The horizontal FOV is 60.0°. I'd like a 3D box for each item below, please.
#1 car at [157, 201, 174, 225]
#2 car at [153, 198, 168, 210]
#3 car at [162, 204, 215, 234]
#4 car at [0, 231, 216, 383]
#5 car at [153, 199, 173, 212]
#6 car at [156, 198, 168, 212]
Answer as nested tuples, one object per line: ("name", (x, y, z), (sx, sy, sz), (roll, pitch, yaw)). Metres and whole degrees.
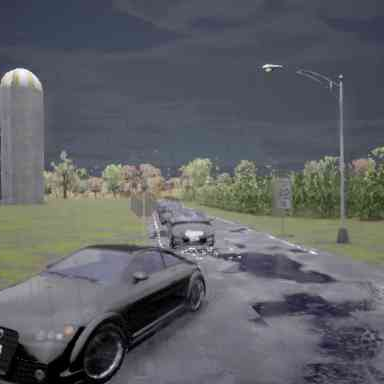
("car", (-1.321, 1.655, 24.754), (1.994, 1.385, 4.181), (-1, 0, -7))
("car", (-4.653, 1.646, 48.209), (1.882, 1.535, 5.008), (-1, 0, -8))
("car", (-0.136, 1.553, 15.253), (2.128, 1.511, 4.902), (-1, 0, -6))
("car", (-1.346, 1.597, 5.505), (1.994, 1.385, 4.181), (0, -1, 26))
("car", (-3.750, 1.640, 42.072), (2.128, 1.511, 4.902), (-1, 0, -8))
("car", (-2.615, 1.669, 34.138), (2.033, 1.411, 5.357), (-1, 0, -8))
